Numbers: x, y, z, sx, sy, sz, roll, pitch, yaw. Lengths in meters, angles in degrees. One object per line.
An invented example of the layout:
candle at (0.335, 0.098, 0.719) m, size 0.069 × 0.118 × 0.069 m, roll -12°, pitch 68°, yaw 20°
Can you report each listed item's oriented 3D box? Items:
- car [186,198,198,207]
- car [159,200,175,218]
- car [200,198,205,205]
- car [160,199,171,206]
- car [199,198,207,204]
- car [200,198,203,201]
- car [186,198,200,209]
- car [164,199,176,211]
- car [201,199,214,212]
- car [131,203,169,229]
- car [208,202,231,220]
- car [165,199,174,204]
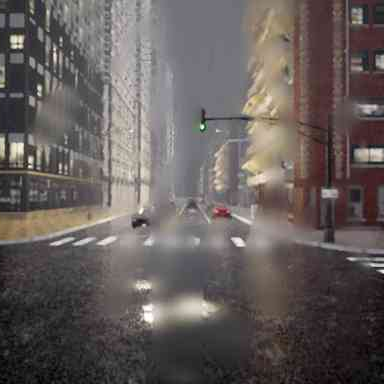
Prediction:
car at (-0.003, 1.999, 64.255) m, size 2.097 × 1.767 × 4.553 m, roll 0°, pitch -1°, yaw 0°
car at (-3.101, 1.845, 34.306) m, size 1.837 × 1.490 × 4.892 m, roll 0°, pitch -1°, yaw 0°
car at (2.689, 2.053, 50.248) m, size 2.008 × 1.369 × 4.403 m, roll 0°, pitch -1°, yaw 0°
car at (-5.694, 2.289, 72.840) m, size 2.008 × 1.369 × 4.403 m, roll 0°, pitch -1°, yaw 0°
car at (2.684, 2.297, 84.139) m, size 1.967 × 1.590 × 4.097 m, roll 0°, pitch -1°, yaw 0°
car at (2.685, 2.379, 78.490) m, size 1.802 × 1.307 × 4.206 m, roll 0°, pitch -1°, yaw 0°
car at (-0.003, 2.070, 54.281) m, size 1.812 × 1.442 × 4.674 m, roll 0°, pitch -1°, yaw 0°
car at (-3.101, 1.973, 44.791) m, size 1.812 × 1.442 × 4.674 m, roll 0°, pitch -1°, yaw 1°
car at (2.688, 1.995, 44.600) m, size 2.008 × 1.369 × 4.403 m, roll 0°, pitch -1°, yaw 0°
car at (-3.103, 1.786, 24.190) m, size 2.033 × 1.411 × 5.357 m, roll 0°, pitch -1°, yaw 0°
car at (2.740, 1.895, 31.683) m, size 1.802 × 1.307 × 4.206 m, roll 0°, pitch -1°, yaw 0°
car at (-5.696, 2.403, 84.137) m, size 1.887 × 1.381 × 4.507 m, roll 0°, pitch -1°, yaw 0°
